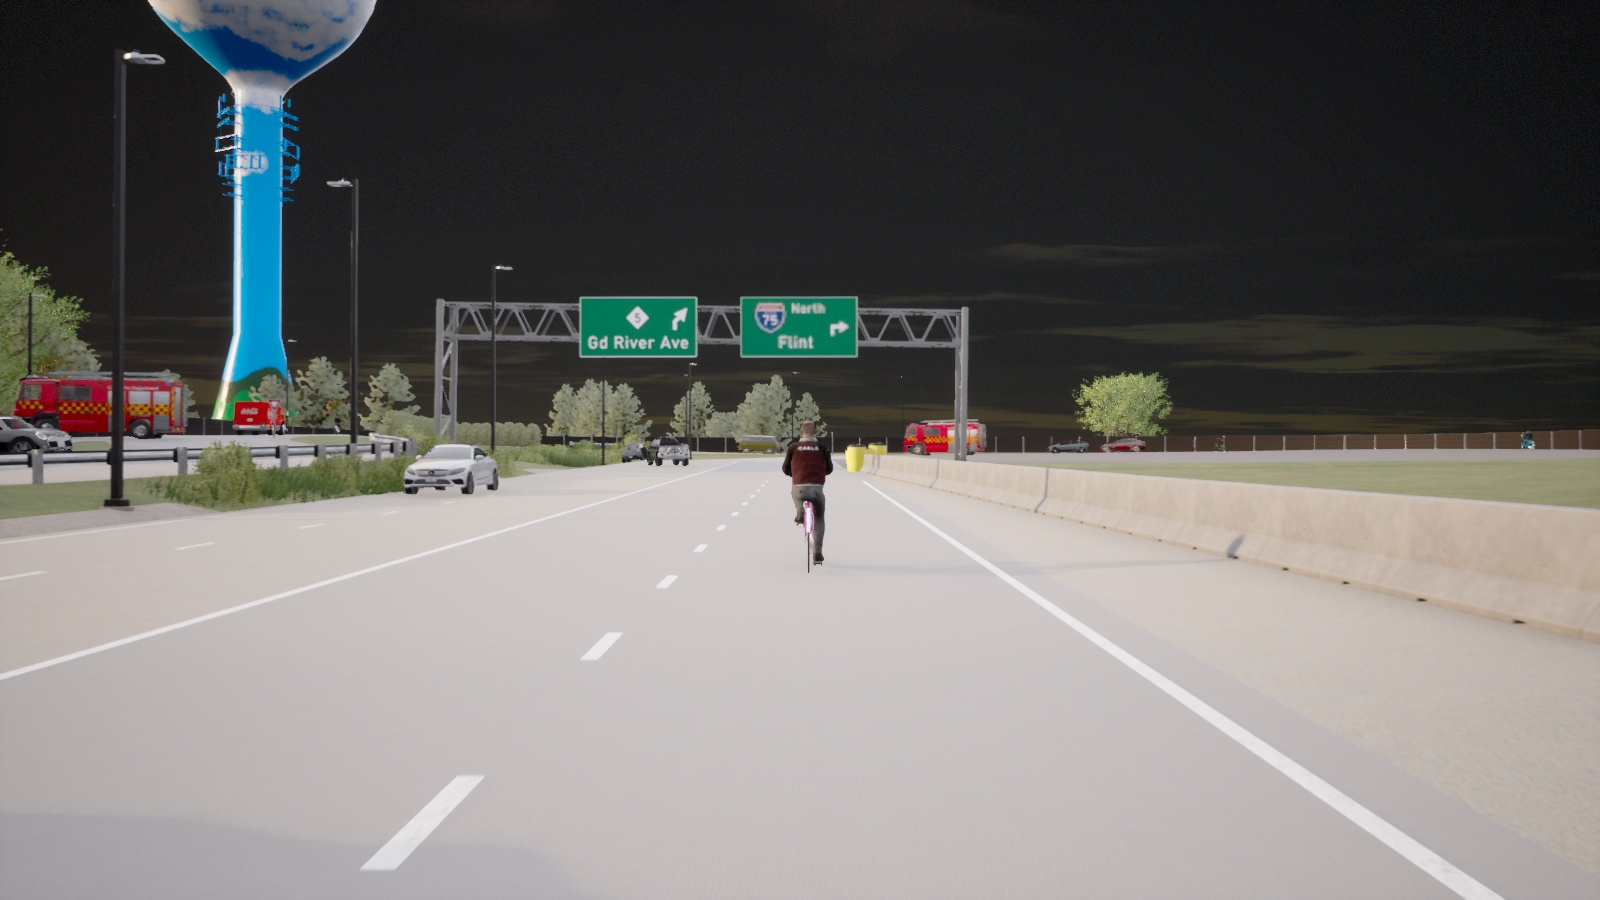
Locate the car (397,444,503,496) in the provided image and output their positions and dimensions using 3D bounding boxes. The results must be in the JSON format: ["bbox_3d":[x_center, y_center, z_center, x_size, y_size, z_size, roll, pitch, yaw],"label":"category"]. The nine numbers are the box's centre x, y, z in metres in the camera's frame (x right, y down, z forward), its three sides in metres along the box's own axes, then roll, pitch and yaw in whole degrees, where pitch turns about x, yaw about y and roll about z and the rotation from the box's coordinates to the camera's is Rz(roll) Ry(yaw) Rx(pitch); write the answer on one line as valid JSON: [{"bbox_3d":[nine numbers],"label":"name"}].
[{"bbox_3d":[-10.274,0.536,37.199,1.812,1.442,4.674,0,0,0],"label":"car"}]

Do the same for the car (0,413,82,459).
[{"bbox_3d":[-26.478,-0.463,41.967,3.806,1.475,1.970,-1,2,1],"label":"car"}]

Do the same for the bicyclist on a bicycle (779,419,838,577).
[{"bbox_3d":[0.101,0.533,15.048,0.659,1.776,1.843,0,1,0],"label":"bicyclist on a bicycle"}]

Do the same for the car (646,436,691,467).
[{"bbox_3d":[-8.176,0.056,77.746,1.932,1.855,4.605,0,0,-17],"label":"car"}]

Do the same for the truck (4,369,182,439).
[{"bbox_3d":[-40.598,-2.630,72.371,8.468,3.827,2.891,0,1,-12],"label":"truck"}]
